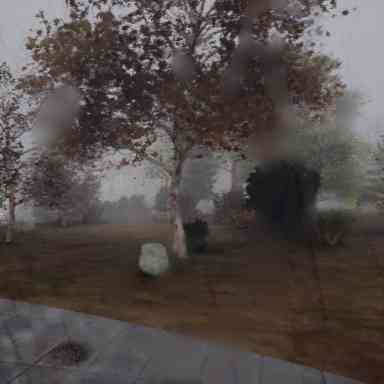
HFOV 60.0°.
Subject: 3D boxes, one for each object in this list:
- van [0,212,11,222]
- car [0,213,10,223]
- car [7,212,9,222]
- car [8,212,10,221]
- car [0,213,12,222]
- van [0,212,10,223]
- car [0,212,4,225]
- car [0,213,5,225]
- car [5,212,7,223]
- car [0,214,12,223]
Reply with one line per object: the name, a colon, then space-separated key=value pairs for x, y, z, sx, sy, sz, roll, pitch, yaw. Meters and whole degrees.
van: x=-39.294 y=5.108 z=67.354 sx=4.442 sy=1.987 sz=1.878 roll=-1 pitch=-3 yaw=-26
car: x=-36.836 y=4.919 z=62.564 sx=4.553 sy=1.767 sz=2.185 roll=-1 pitch=-3 yaw=-26
car: x=-30.666 y=4.268 z=50.123 sx=4.674 sy=1.452 sz=2.002 roll=-1 pitch=-3 yaw=-26
car: x=-31.877 y=4.437 z=52.590 sx=4.674 sy=1.452 sz=2.002 roll=-1 pitch=-3 yaw=-26
car: x=-40.375 y=5.345 z=69.880 sx=4.553 sy=1.767 sz=2.185 roll=-1 pitch=-2 yaw=-26
van: x=-35.433 y=4.655 z=60.052 sx=4.442 sy=1.987 sz=1.878 roll=-1 pitch=-3 yaw=-26
car: x=-24.580 y=3.333 z=37.799 sx=4.892 sy=1.521 sz=2.231 roll=-1 pitch=-4 yaw=-26
car: x=-29.478 y=3.933 z=47.647 sx=4.553 sy=1.767 sz=2.185 roll=-1 pitch=-3 yaw=-26
car: x=-27.184 y=3.701 z=42.646 sx=5.366 sy=1.575 sz=1.946 roll=-1 pitch=-3 yaw=-26
car: x=-37.969 y=5.187 z=64.923 sx=4.892 sy=1.521 sz=2.231 roll=-1 pitch=-3 yaw=-26
